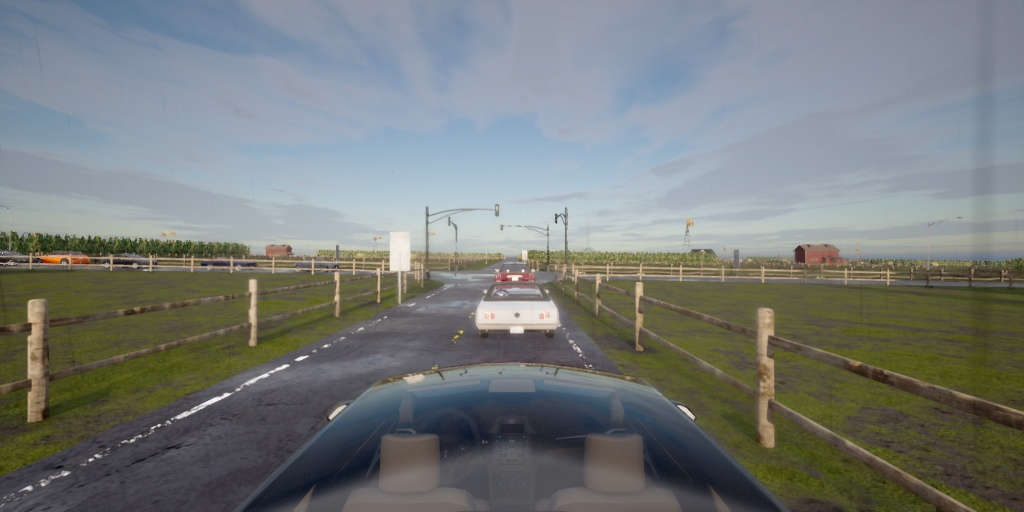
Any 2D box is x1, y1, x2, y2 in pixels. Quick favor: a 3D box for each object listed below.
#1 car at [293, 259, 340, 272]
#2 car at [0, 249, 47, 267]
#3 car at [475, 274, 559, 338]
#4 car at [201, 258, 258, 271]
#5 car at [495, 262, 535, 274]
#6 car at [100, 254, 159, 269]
[{"bbox_3d":[-19.967,0.961,36.752,4.181,1.385,1.994,1,0,0],"label":"car"},{"bbox_3d":[-51.716,0.334,36.915,4.892,1.490,1.837,0,0,1],"label":"car"},{"bbox_3d":[0.123,1.351,10.158,1.895,1.301,4.718,0,0,0],"label":"car"},{"bbox_3d":[-28.860,0.837,36.775,4.718,1.301,1.895,1,0,0],"label":"car"},{"bbox_3d":[0.178,1.103,19.146,2.097,1.767,4.553,0,0,1],"label":"car"},{"bbox_3d":[-39.188,0.555,36.818,4.892,1.490,1.837,1,0,1],"label":"car"}]
